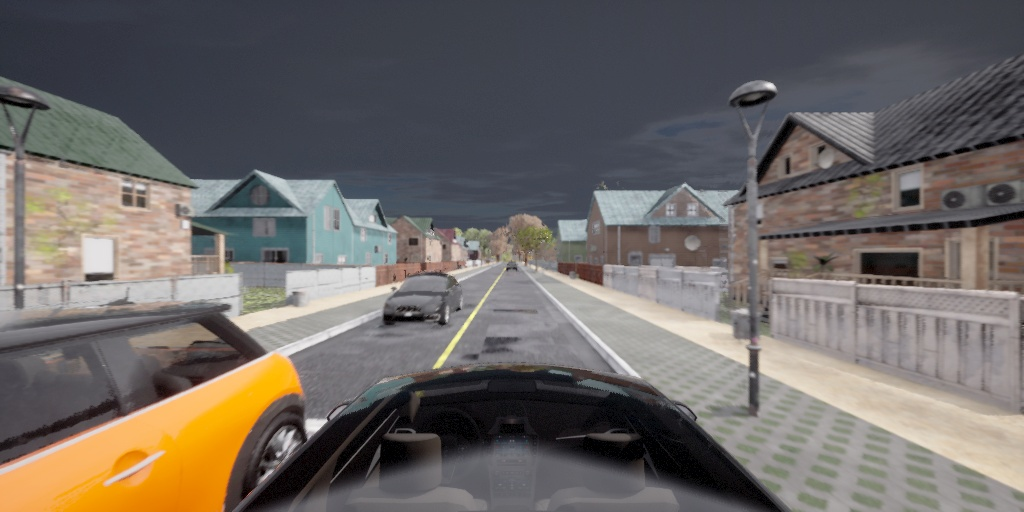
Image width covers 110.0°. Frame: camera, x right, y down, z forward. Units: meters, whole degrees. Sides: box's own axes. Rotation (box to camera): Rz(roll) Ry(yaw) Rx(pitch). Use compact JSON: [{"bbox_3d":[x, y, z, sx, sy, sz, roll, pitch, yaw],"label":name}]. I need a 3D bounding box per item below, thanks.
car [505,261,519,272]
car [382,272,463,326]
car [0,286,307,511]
[{"bbox_3d":[-0.008,1.681,57.002,1.837,1.490,4.892,0,0,0],"label":"car"},{"bbox_3d":[-2.814,1.336,12.215,1.837,1.490,4.892,0,0,0],"label":"car"},{"bbox_3d":[-2.842,1.098,1.221,2.097,1.767,4.553,0,0,0],"label":"car"}]
